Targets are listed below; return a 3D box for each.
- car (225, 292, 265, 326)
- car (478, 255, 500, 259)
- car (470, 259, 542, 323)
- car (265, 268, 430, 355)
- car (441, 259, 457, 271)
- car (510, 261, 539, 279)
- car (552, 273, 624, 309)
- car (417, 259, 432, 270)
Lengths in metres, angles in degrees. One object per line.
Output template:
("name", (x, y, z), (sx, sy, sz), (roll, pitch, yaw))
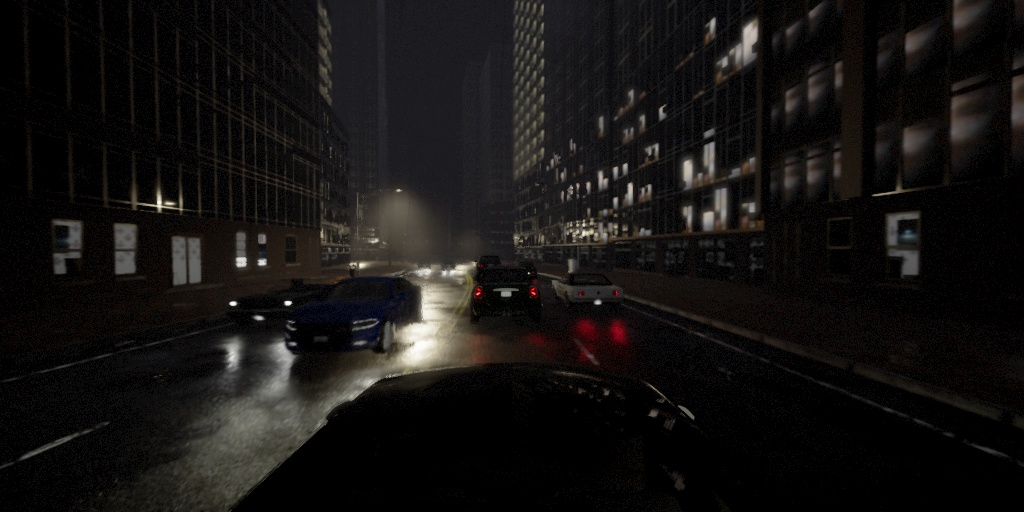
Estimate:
("car", (-6.920, 1.362, 11.861), (1.895, 1.301, 4.718), (0, 0, -3))
("car", (-2.159, 0.941, 32.408), (2.150, 2.045, 5.566), (0, 0, -8))
("car", (-0.264, 1.095, 12.311), (2.097, 1.767, 4.553), (0, 0, -3))
("car", (-3.559, 1.232, 8.983), (1.882, 1.535, 5.008), (0, 0, -2))
("car", (-8.809, 1.200, 49.776), (2.128, 1.511, 4.902), (0, 0, -12))
("car", (1.063, 1.210, 32.689), (1.837, 1.490, 4.892), (0, 0, -8))
("car", (2.882, 1.333, 14.762), (1.895, 1.301, 4.718), (0, 0, -3))
("car", (-12.889, 1.215, 53.036), (2.128, 1.511, 4.902), (0, 0, -13))
